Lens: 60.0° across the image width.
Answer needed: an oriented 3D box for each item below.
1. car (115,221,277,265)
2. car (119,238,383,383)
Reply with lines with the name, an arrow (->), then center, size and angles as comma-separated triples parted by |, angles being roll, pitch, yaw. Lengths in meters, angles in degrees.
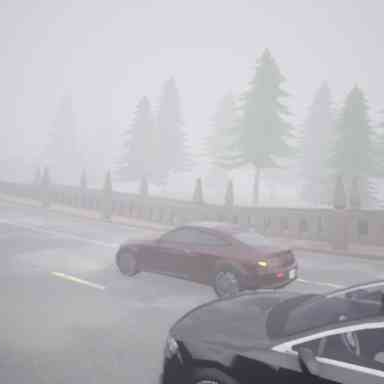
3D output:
car -> 0.175, 1.454, 8.161 | 4.674, 1.442, 1.812 | 2, 1, 35
car -> 1.921, 1.490, 2.621 | 4.902, 1.511, 2.128 | 0, 0, 35
